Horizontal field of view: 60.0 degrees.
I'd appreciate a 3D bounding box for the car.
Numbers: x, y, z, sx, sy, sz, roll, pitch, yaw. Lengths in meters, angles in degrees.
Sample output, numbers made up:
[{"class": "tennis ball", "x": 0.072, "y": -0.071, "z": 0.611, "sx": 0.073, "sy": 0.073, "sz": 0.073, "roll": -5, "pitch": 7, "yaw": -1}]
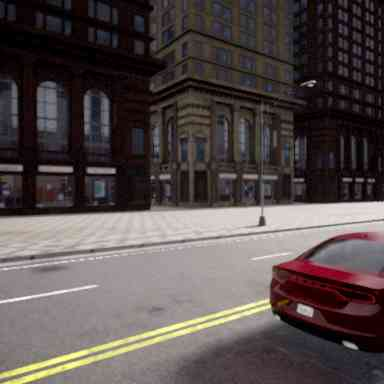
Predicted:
[{"class": "car", "x": 3.562, "y": 1.457, "z": 5.980, "sx": 5.008, "sy": 1.535, "sz": 1.882, "roll": 0, "pitch": 0, "yaw": -35}]
